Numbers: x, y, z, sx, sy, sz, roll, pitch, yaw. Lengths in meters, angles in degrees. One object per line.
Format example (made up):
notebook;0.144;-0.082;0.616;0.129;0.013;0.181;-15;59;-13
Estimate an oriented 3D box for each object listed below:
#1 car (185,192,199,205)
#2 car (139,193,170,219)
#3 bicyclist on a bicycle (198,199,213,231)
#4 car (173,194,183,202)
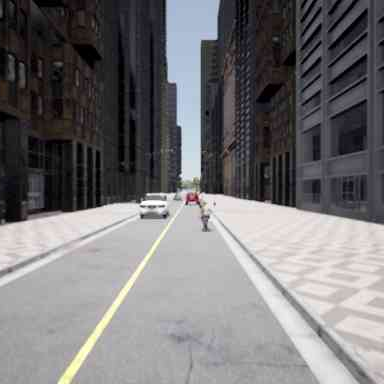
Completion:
car;0.049;1.013;55.591;2.150;2.045;5.566;0;1;0
car;-3.105;1.118;28.460;2.150;2.045;5.566;0;0;0
bicyclist on a bicycle;0.806;1.365;19.131;0.866;1.612;1.509;0;0;0
car;-3.017;1.247;69.932;1.812;1.442;4.674;0;0;0
